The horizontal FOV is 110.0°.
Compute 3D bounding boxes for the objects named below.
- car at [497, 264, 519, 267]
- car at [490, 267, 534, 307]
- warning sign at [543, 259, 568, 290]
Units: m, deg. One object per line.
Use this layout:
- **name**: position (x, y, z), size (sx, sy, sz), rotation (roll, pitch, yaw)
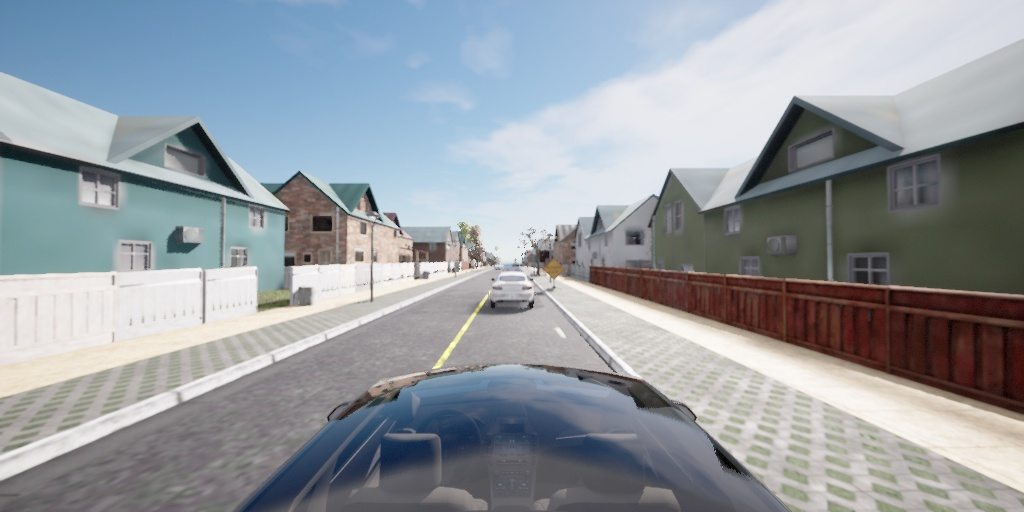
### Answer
- **car**: position (0.022, 1.621, 30.852), size (2.033, 1.411, 5.357), rotation (0, -1, 0)
- **car**: position (0.014, 1.427, 16.233), size (1.812, 1.442, 4.674), rotation (0, 0, 0)
- **warning sign**: position (2.532, 1.075, 21.461), size (1.300, 1.860, 1.060), rotation (0, 0, 0)
